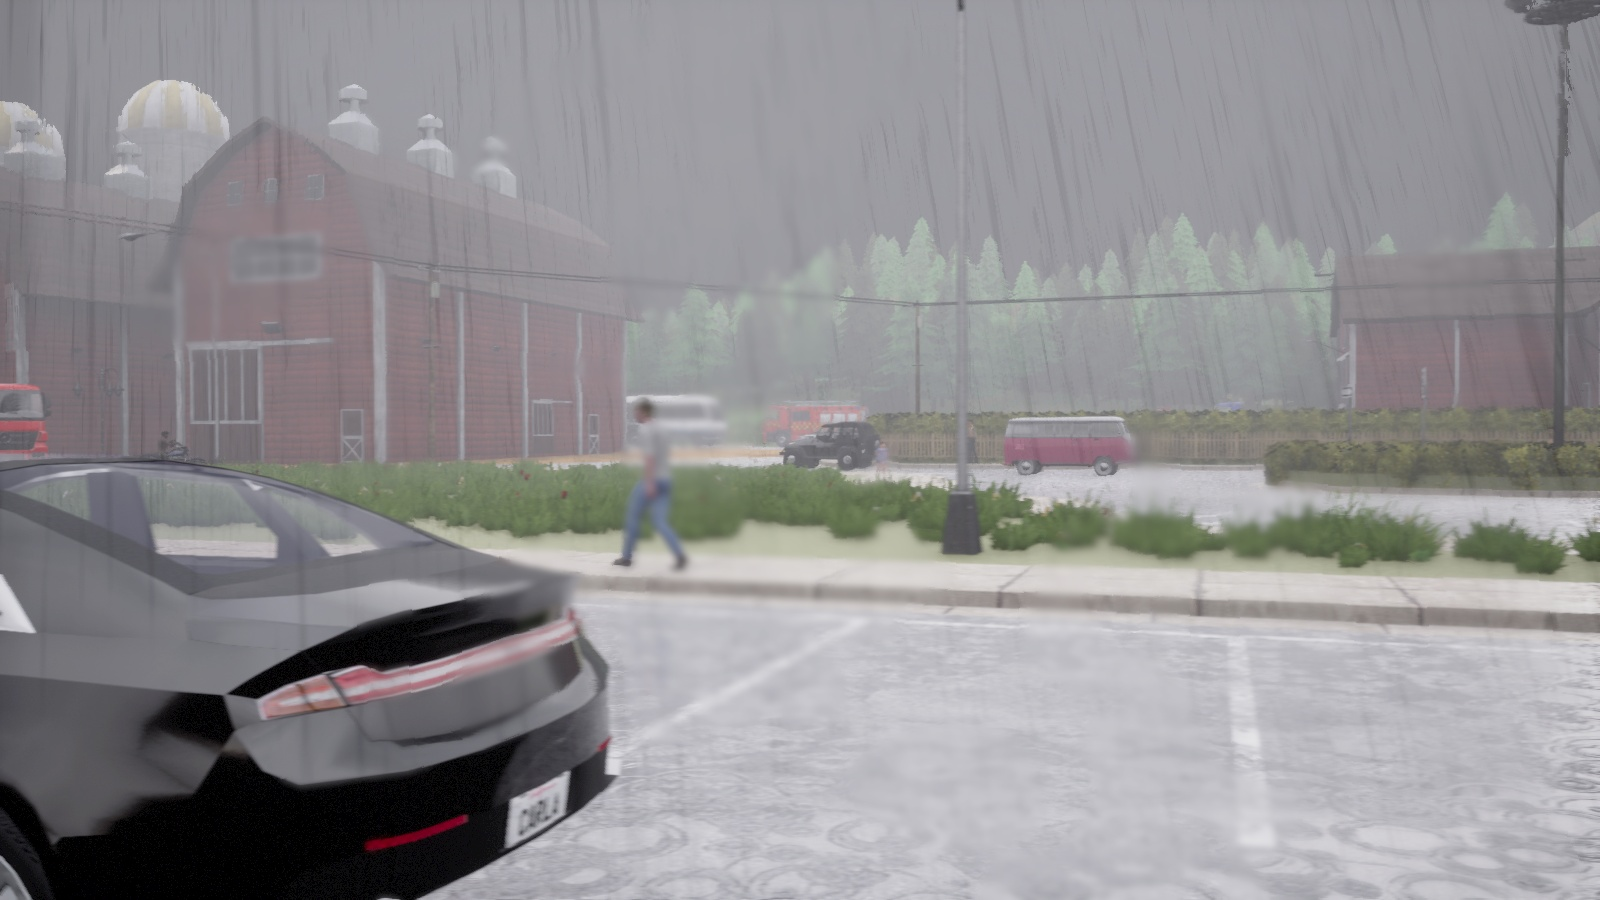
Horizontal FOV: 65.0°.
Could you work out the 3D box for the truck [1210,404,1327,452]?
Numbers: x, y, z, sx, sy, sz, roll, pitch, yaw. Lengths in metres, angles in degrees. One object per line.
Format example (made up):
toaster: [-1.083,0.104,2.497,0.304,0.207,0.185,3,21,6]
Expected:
truck: [34.574,-1.654,92.871,7.936,3.462,2.891,0,1,20]

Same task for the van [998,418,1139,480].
van: [9.065,-0.065,42.344,4.442,1.987,1.775,1,1,19]

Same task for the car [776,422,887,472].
car: [1.229,-0.159,48.996,3.866,1.878,1.905,1,1,25]

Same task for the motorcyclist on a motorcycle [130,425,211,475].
motorcyclist on a motorcycle: [-21.542,-0.013,43.013,0.766,1.649,2.350,1,1,43]

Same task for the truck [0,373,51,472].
truck: [-31.014,-1.021,46.747,7.936,3.462,2.891,1,1,40]

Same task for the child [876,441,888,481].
child: [2.293,0.310,35.032,0.255,1.110,0.394,0,1,-7]

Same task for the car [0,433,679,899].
car: [-3.095,0.703,4.234,4.902,1.511,2.128,1,1,19]

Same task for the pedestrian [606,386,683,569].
pedestrian: [-1.596,0.269,12.886,0.706,1.836,0.354,1,1,31]

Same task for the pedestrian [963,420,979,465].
pedestrian: [6.934,-0.307,50.879,0.594,1.836,0.345,1,1,22]
